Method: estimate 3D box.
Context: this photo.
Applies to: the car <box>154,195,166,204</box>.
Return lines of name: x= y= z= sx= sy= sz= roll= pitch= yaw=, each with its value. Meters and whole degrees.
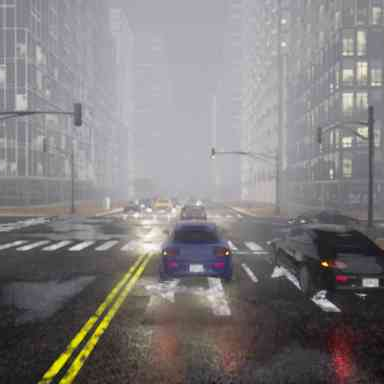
car: x=-6.510 y=1.506 z=67.626 sx=2.097 sy=1.767 sz=4.553 roll=0 pitch=0 yaw=0

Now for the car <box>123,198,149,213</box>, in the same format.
car: x=-6.603 y=1.643 z=38.609 sx=2.033 sy=1.411 sz=5.357 roll=0 pitch=0 yaw=0

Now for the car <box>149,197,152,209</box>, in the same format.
car: x=-6.587 y=1.621 z=48.347 sx=1.837 sy=1.490 sz=4.892 roll=0 pitch=0 yaw=0

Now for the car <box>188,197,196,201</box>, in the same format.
car: x=-0.009 y=1.697 z=69.739 sx=2.033 sy=1.411 sz=5.357 roll=0 pitch=0 yaw=0

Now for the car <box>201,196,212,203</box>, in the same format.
car: x=3.241 y=1.755 z=71.256 sx=1.895 sy=1.301 sz=4.718 roll=0 pitch=0 yaw=0

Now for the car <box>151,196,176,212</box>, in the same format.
car: x=-3.349 y=1.577 z=40.003 sx=1.882 sy=1.535 sz=5.008 roll=0 pitch=0 yaw=0

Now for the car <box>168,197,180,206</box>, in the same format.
car: x=-3.259 y=1.617 z=59.909 sx=1.882 sy=1.535 sz=5.008 roll=0 pitch=0 yaw=0

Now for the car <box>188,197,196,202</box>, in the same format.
car: x=-0.010 y=1.769 z=79.895 sx=1.895 sy=1.301 sz=4.718 roll=0 pitch=0 yaw=0

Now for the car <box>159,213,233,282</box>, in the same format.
car: x=0.099 y=1.552 z=9.743 sx=1.812 sy=1.442 sz=4.674 roll=0 pitch=0 yaw=0

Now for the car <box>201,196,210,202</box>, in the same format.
car: x=3.239 y=1.728 z=81.426 sx=1.994 sy=1.385 sz=4.181 roll=0 pitch=0 yaw=0

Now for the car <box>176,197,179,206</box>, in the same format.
car: x=-3.334 y=1.719 z=49.381 sx=1.895 sy=1.301 sz=4.718 roll=0 pitch=0 yaw=0

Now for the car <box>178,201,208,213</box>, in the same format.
car: x=0.112 y=1.639 z=25.818 sx=1.895 sy=1.301 sz=4.718 roll=1 pitch=1 yaw=0

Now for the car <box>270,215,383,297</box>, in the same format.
car: x=3.348 y=1.549 z=8.548 sx=1.812 sy=1.442 sz=4.674 roll=0 pitch=0 yaw=0

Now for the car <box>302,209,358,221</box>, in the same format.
car: x=8.470 y=1.740 z=20.808 sx=4.181 sy=1.385 sz=1.994 roll=0 pitch=0 yaw=-27
